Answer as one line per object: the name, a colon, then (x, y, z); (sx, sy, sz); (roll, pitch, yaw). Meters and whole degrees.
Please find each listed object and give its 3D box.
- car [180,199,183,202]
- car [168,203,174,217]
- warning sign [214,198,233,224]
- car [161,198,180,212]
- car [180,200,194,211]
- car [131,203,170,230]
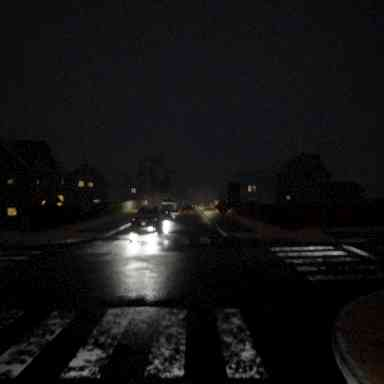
car: (-0.789, 2.542, 65.111); (1.994, 1.385, 4.181); (0, -1, -2)
car: (-3.139, 2.032, 33.657); (1.895, 1.301, 4.718); (0, -1, -1)
warning sign: (2.381, 1.430, 25.504); (1.300, 1.860, 1.060); (2, 1, -1)
car: (-3.352, 1.891, 48.907); (2.150, 2.045, 5.566); (0, 0, -1)
car: (-0.567, 2.391, 55.289); (1.895, 1.301, 4.718); (0, -1, 0)
car: (-3.024, 1.779, 23.359); (2.128, 1.511, 4.902); (0, -1, 1)
